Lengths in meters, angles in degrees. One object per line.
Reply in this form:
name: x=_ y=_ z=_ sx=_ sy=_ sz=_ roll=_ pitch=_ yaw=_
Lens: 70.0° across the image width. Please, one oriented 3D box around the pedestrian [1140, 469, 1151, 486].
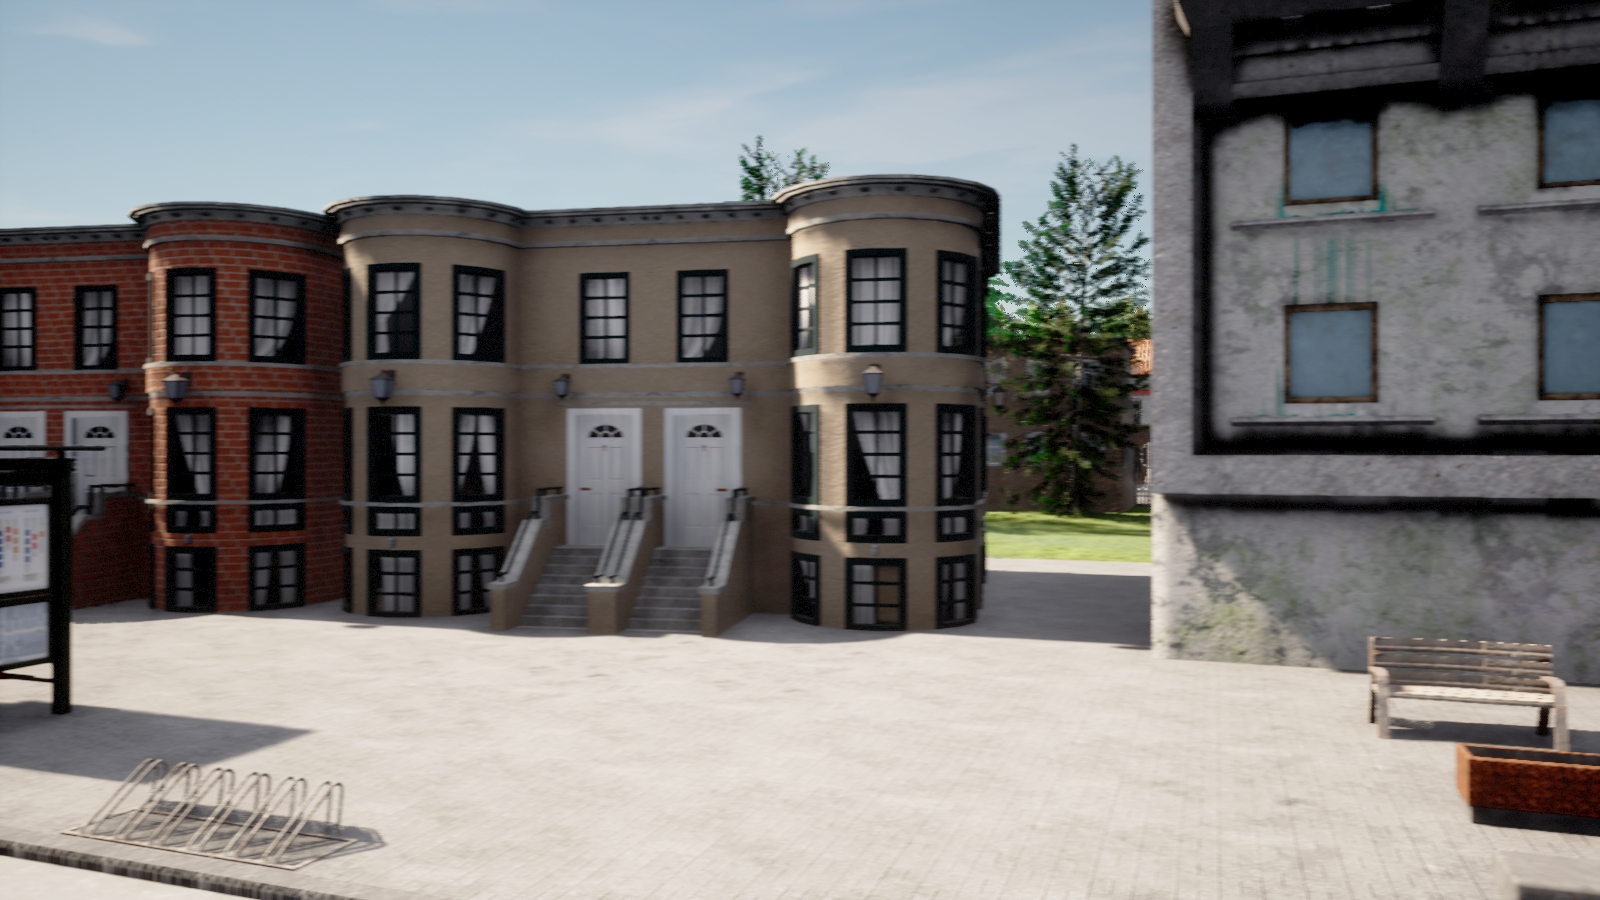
pedestrian: x=22.282 y=1.779 z=73.587 sx=0.500 sy=1.100 sz=0.500 roll=0 pitch=0 yaw=-12
